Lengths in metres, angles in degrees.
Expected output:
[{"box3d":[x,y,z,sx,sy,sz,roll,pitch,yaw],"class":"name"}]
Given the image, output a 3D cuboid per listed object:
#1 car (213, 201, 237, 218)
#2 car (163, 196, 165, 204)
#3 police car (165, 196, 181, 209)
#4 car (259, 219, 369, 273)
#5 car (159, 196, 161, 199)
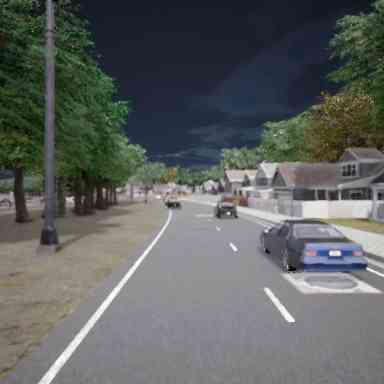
[{"box3d":[3.162,1.686,32.192,1.837,1.490,4.892,0,0,-3],"class":"car"},{"box3d":[-3.744,1.778,59.912,1.837,1.490,4.892,0,0,-7],"class":"car"},{"box3d":[-2.691,1.678,50.060,1.930,1.638,5.238,0,0,-5],"class":"police car"},{"box3d":[3.597,1.603,10.870,2.033,1.411,5.357,0,0,0],"class":"car"},{"box3d":[-6.346,1.747,84.022,2.033,1.411,5.357,0,0,-11],"class":"car"}]
